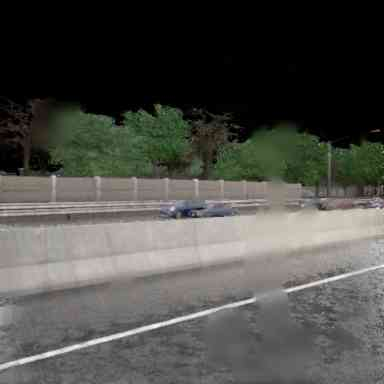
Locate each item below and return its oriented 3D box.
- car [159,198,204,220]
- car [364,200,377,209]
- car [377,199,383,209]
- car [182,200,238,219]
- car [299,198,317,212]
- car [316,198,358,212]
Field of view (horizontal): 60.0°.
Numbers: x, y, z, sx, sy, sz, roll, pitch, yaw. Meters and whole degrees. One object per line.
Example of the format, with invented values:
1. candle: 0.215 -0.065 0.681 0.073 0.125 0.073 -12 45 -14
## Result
1. car: -0.596 1.358 28.406 4.553 1.767 2.097 0 0 -38
2. car: 20.253 1.552 35.436 4.892 1.490 1.837 0 0 -35
3. car: 7.667 1.227 9.193 5.566 2.045 2.150 0 0 -35
4. car: 1.706 1.572 26.542 4.181 1.385 1.994 0 0 -35
5. car: 14.947 1.533 40.223 4.902 1.511 2.128 0 0 -35
6. car: 16.474 1.519 37.062 5.008 1.535 1.882 0 0 -35
